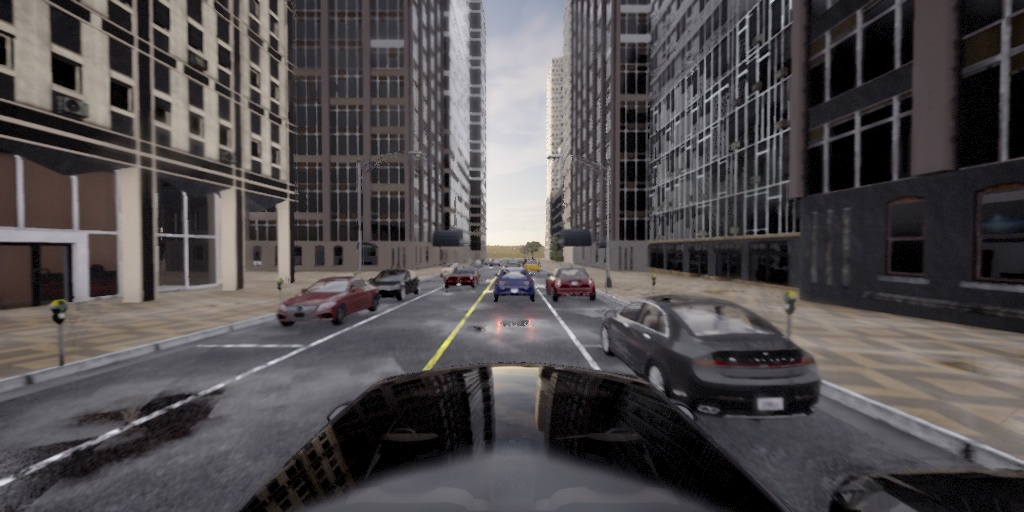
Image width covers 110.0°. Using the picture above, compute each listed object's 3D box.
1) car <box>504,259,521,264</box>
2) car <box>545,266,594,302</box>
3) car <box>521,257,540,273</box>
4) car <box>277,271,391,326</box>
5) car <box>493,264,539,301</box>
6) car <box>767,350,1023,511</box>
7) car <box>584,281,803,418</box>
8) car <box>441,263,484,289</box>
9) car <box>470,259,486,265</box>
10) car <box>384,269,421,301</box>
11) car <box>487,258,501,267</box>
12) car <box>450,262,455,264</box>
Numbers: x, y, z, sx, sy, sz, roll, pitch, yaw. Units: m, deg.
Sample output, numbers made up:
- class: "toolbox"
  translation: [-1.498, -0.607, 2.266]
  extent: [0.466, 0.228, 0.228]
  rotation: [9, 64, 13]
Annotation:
- class: "car"
  translation: [0.111, 1.233, 44.322]
  extent: [2.128, 1.511, 4.902]
  rotation: [0, 0, 0]
- class: "car"
  translation: [2.696, 1.193, 17.257]
  extent: [1.967, 1.591, 4.097]
  rotation: [0, 0, 0]
- class: "car"
  translation: [2.361, 1.199, 43.601]
  extent: [1.801, 1.575, 5.366]
  rotation: [0, 0, 0]
- class: "car"
  translation: [-5.654, 1.335, 11.645]
  extent: [1.802, 1.307, 4.207]
  rotation: [0, 0, 0]
- class: "car"
  translation: [0.105, 1.279, 17.370]
  extent: [1.812, 1.442, 4.674]
  rotation: [0, 0, 0]
- class: "car"
  translation: [2.691, 1.315, 0.233]
  extent: [1.948, 1.339, 4.313]
  rotation: [0, 0, 0]
- class: "car"
  translation: [2.693, 1.302, 5.907]
  extent: [2.007, 1.370, 4.403]
  rotation: [0, 0, 0]
- class: "car"
  translation: [-3.093, 1.353, 23.068]
  extent: [1.895, 1.301, 4.718]
  rotation: [0, 0, 0]
- class: "car"
  translation: [-5.676, 1.284, 57.038]
  extent: [2.007, 1.370, 4.403]
  rotation: [0, 0, 0]
- class: "car"
  translation: [-5.653, 1.319, 17.319]
  extent: [1.948, 1.339, 4.313]
  rotation: [0, 0, 0]
- class: "car"
  translation: [-3.009, 1.253, 64.533]
  extent: [1.812, 1.442, 4.674]
  rotation: [0, 0, 1]
- class: "car"
  translation: [-5.666, 1.273, 34.171]
  extent: [1.751, 1.417, 4.829]
  rotation: [0, 0, 0]
